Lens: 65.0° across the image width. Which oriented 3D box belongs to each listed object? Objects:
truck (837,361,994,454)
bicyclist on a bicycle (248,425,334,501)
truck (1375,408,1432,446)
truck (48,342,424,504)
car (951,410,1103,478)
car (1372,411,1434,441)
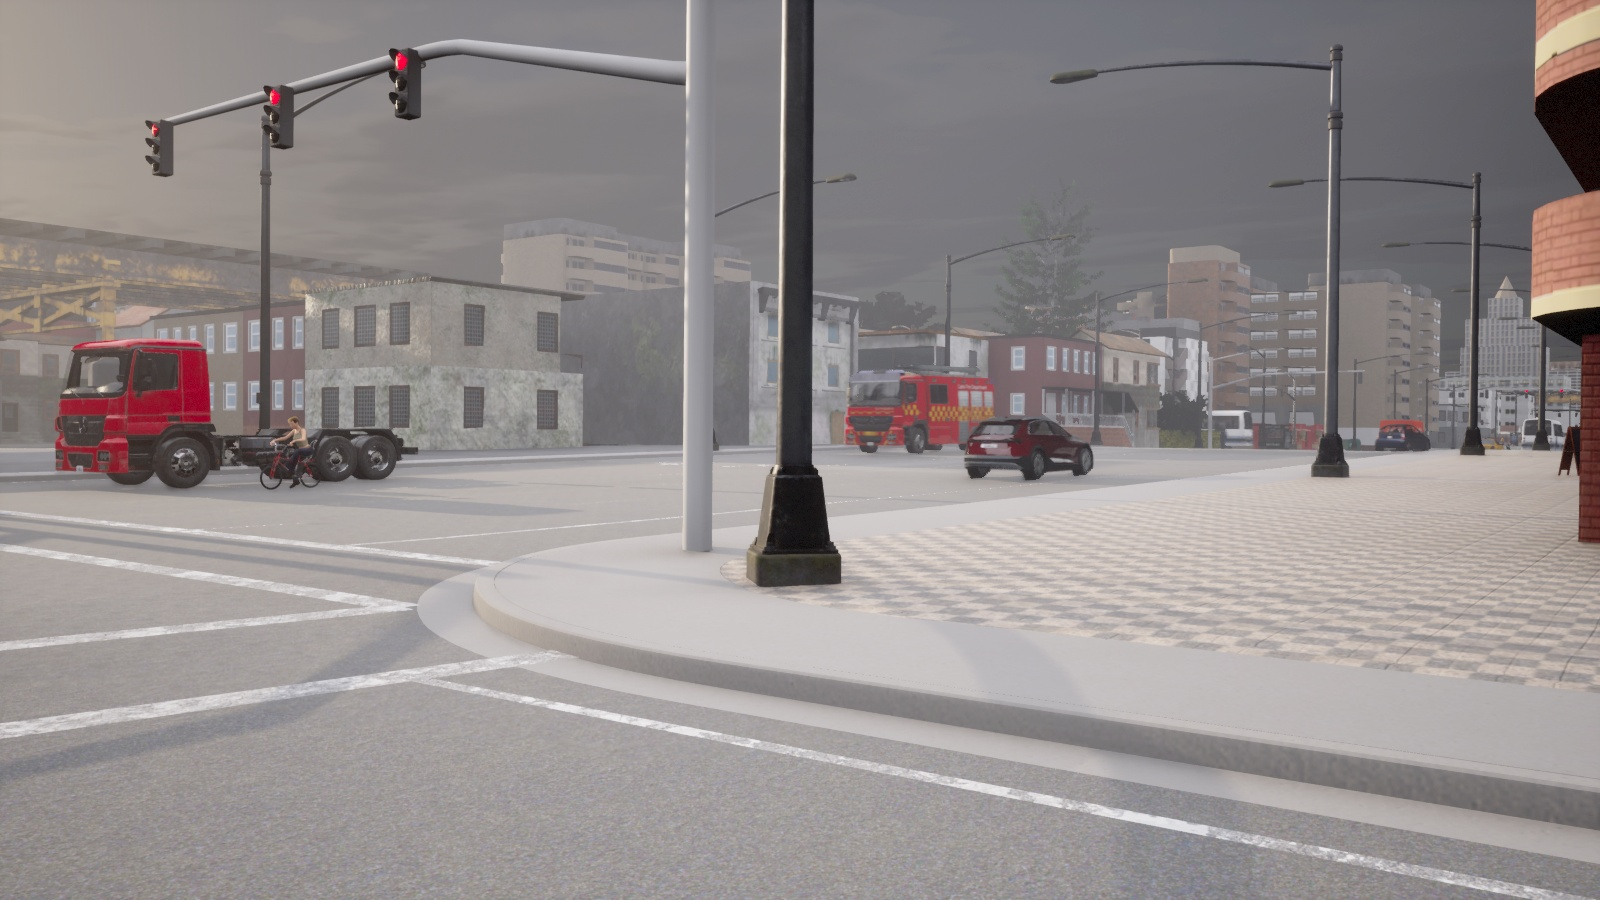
[{"bbox_3d":[5.301,-1.902,55.805,2.891,3.827,8.468,0,2,37],"label":"truck"},{"bbox_3d":[-11.302,0.264,27.917,0.866,1.612,1.509,0,2,36],"label":"bicyclist on a bicycle"},{"bbox_3d":[41.958,-1.551,87.225,2.627,2.467,5.204,0,0,37],"label":"truck"},{"bbox_3d":[-13.461,-0.683,30.770,2.891,3.462,7.936,0,2,36],"label":"truck"},{"bbox_3d":[6.160,-0.206,33.602,2.033,1.649,4.856,0,2,37],"label":"car"},{"bbox_3d":[34.531,-1.323,71.875,3.988,1.617,1.851,1,0,-43],"label":"car"}]
